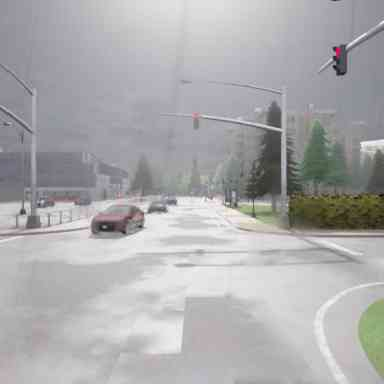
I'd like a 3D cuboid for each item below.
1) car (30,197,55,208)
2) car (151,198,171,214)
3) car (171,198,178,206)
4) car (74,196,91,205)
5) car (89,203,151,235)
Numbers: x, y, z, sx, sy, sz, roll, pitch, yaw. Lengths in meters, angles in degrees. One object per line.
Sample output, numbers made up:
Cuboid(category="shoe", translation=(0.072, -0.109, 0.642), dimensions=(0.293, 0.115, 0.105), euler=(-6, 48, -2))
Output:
Cuboid(category="car", translation=(-20.482, 1.384, 45.687), dimensions=(1.970, 1.475, 3.806), euler=(0, 0, 0))
Cuboid(category="car", translation=(-3.576, 1.504, 35.834), dimensions=(1.837, 1.490, 4.892), euler=(0, 0, 0))
Cuboid(category="car", translation=(-3.467, 1.602, 56.322), dimensions=(1.895, 1.301, 4.718), euler=(0, 0, 0))
Cuboid(category="car", translation=(-17.425, 1.374, 53.076), dimensions=(1.845, 1.501, 3.633), euler=(0, 0, 0))
Cuboid(category="car", translation=(-4.036, 1.477, 18.948), dimensions=(1.882, 1.535, 5.008), euler=(0, 0, 7))
